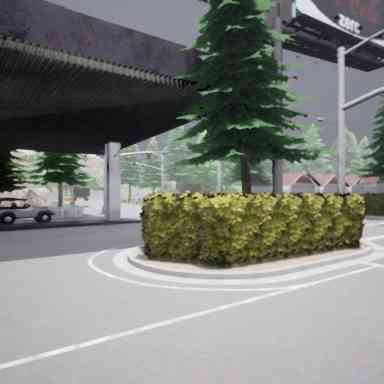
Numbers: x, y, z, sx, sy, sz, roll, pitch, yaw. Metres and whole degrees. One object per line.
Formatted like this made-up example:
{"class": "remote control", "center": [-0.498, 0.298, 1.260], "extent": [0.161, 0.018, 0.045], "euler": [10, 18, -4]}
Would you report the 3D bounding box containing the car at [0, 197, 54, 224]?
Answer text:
{"class": "car", "center": [-11.964, 1.309, 23.490], "extent": [3.866, 1.878, 1.905], "euler": [0, 0, -36]}
